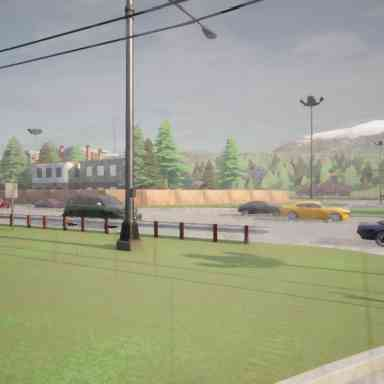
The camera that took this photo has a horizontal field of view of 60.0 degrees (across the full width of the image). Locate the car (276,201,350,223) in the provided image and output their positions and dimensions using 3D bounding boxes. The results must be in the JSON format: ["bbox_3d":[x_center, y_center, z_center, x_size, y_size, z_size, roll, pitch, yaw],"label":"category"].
[{"bbox_3d":[9.368,1.477,25.500,5.008,1.535,1.882,0,0,28],"label":"car"}]

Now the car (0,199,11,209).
[{"bbox_3d":[-25.993,1.601,44.278,4.718,1.301,1.895,0,0,28],"label":"car"}]

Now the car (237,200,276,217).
[{"bbox_3d":[6.523,1.525,30.971,4.674,1.442,1.812,0,0,28],"label":"car"}]

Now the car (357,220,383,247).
[{"bbox_3d":[9.385,1.601,13.602,4.718,1.301,1.895,0,0,28],"label":"car"}]

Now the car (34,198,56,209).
[{"bbox_3d":[-19.064,1.564,44.667,4.181,1.385,1.994,0,0,26],"label":"car"}]

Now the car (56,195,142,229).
[{"bbox_3d":[-5.904,1.220,21.720,5.566,2.045,2.150,0,0,28],"label":"car"}]

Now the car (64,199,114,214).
[{"bbox_3d":[-11.365,1.547,36.507,5.357,1.411,2.033,0,0,28],"label":"car"}]
